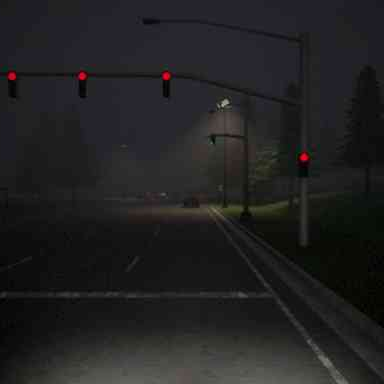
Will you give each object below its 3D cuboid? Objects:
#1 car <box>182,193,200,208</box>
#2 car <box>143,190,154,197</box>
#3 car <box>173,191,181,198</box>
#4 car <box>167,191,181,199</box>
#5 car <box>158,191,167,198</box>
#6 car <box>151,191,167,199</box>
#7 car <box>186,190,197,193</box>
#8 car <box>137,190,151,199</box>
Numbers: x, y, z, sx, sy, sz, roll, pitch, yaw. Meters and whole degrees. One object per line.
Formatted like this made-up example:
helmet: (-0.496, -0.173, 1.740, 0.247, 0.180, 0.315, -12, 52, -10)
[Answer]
car: (-0.071, 1.134, 40.680, 1.812, 1.442, 4.674, 0, 1, 0)
car: (-10.642, 0.403, 81.659, 2.097, 1.767, 4.553, 0, 1, 0)
car: (-3.642, 0.525, 81.703, 1.882, 1.535, 5.008, 0, 1, 0)
car: (-3.624, 0.856, 71.702, 1.994, 1.385, 4.181, 0, 1, 0)
car: (-7.142, 0.572, 81.697, 1.812, 1.442, 4.674, 0, 1, 0)
car: (-7.124, 0.899, 71.726, 1.895, 1.301, 4.718, 0, 1, 0)
car: (-0.124, 0.531, 71.318, 2.150, 2.045, 5.566, 0, 1, 0)
car: (-10.624, 0.847, 71.273, 2.033, 1.411, 5.357, 0, 1, 0)
